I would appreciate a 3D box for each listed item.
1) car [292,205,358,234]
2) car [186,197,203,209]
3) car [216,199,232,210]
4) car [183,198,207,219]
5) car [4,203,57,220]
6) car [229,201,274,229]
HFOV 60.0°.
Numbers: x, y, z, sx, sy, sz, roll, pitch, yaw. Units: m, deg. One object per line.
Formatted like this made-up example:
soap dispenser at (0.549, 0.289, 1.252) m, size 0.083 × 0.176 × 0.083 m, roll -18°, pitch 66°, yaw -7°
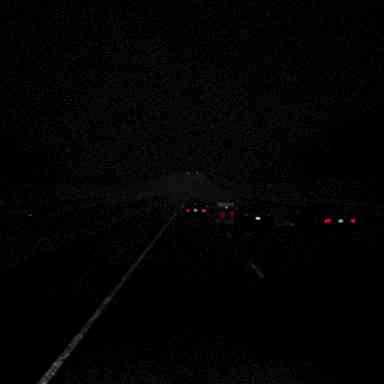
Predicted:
car at (7.210, 1.444, 18.583) m, size 2.033 × 1.411 × 5.357 m, roll 0°, pitch 0°, yaw 0°
car at (0.348, 1.382, 41.747) m, size 1.994 × 1.385 × 4.181 m, roll 0°, pitch 0°, yaw 1°
car at (3.838, 1.427, 38.975) m, size 1.895 × 1.301 × 4.718 m, roll 0°, pitch 0°, yaw 0°
car at (0.262, 1.402, 27.018) m, size 2.033 × 1.411 × 5.357 m, roll 0°, pitch 0°, yaw 0°
car at (-10.469, 1.427, 21.913) m, size 1.994 × 1.385 × 4.181 m, roll 0°, pitch 0°, yaw 0°
car at (3.723, 1.446, 20.716) m, size 1.994 × 1.385 × 4.181 m, roll 0°, pitch 0°, yaw 0°
